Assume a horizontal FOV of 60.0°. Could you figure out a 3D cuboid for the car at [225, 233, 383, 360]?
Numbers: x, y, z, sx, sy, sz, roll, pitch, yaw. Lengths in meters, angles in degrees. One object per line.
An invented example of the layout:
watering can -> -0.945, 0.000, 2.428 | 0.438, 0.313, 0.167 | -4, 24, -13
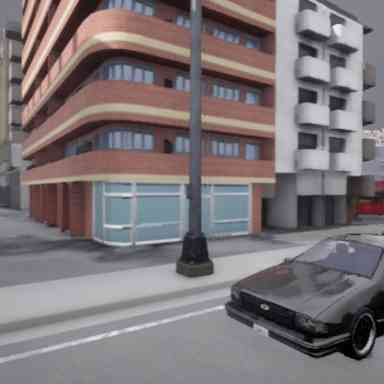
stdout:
car -> 3.176, 1.511, 6.037 | 5.357, 1.411, 2.033 | 0, 1, -33
